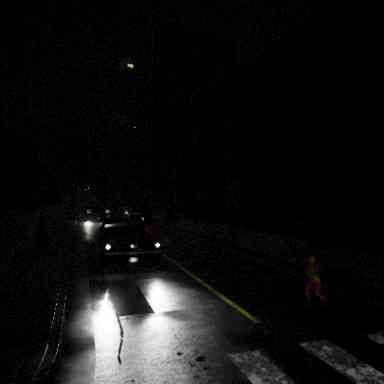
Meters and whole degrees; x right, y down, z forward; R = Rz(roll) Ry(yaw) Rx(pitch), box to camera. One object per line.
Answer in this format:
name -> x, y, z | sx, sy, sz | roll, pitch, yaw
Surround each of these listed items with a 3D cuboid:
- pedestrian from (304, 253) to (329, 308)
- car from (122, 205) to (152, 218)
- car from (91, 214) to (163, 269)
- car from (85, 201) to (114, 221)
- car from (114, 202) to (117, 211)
pedestrian -> 2.438, 1.740, 6.575 | 0.500, 1.100, 0.500 | 0, 0, -19
car -> -4.523, 1.819, 27.374 | 1.837, 1.490, 4.892 | 1, -1, -19
car -> -2.387, 1.687, 11.766 | 1.895, 1.301, 4.718 | 1, -1, -18
car -> -8.657, 1.687, 30.462 | 2.097, 1.767, 4.553 | 1, -1, -18
car -> -13.029, 2.214, 52.656 | 1.882, 1.535, 5.008 | 1, -2, -19
